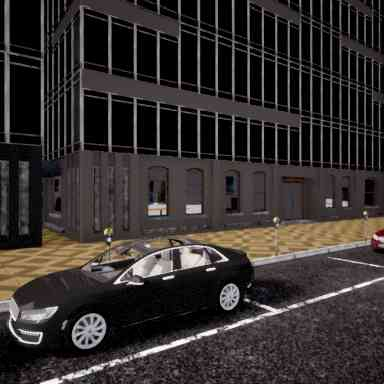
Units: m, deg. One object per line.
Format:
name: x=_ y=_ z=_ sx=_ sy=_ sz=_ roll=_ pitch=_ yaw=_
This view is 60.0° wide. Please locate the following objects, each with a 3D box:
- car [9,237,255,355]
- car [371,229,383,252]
car: x=-0.797 y=1.551 z=5.991 sx=4.403 sy=1.369 sz=2.008 roll=0 pitch=0 yaw=-35
car: x=8.472 y=1.581 z=12.601 sx=4.206 sy=1.307 sz=1.802 roll=0 pitch=0 yaw=-35
